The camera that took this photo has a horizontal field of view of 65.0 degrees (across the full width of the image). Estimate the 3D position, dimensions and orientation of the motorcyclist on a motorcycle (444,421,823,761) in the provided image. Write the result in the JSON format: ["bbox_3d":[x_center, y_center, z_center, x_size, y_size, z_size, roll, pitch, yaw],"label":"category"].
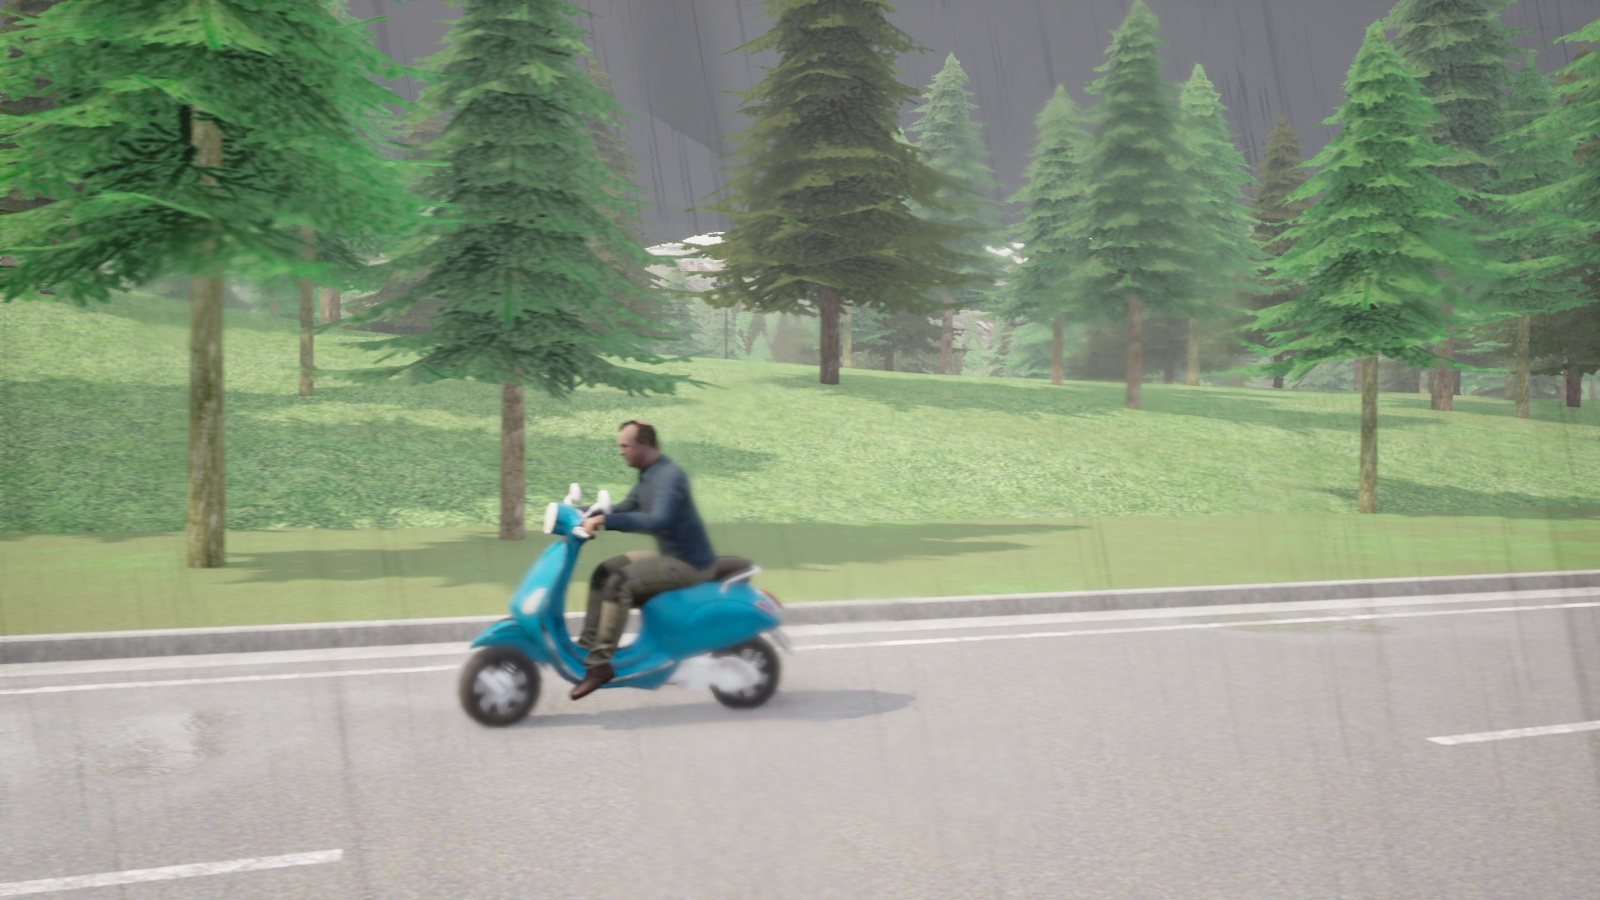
[{"bbox_3d":[-0.894,0.653,6.642,1.817,1.590,0.866,-1,1,-21],"label":"motorcyclist on a motorcycle"}]
